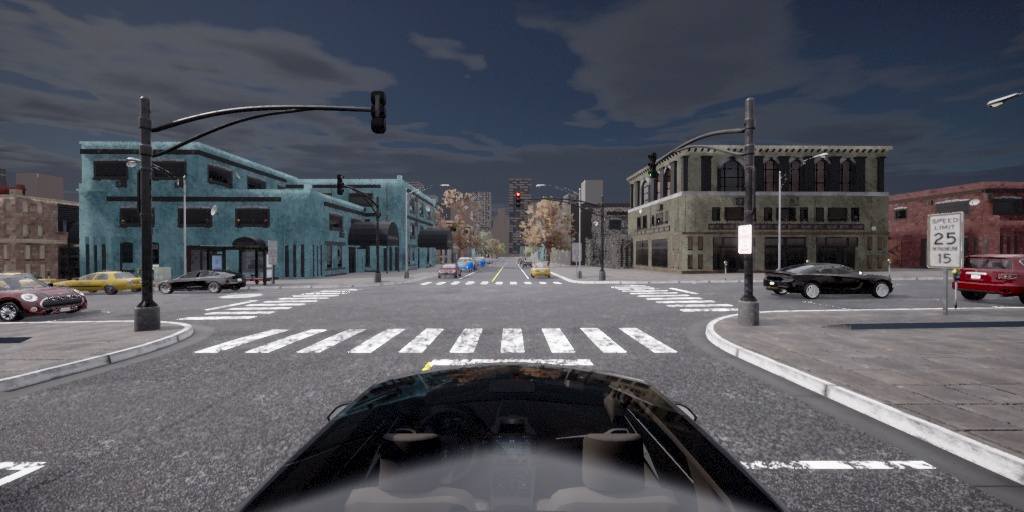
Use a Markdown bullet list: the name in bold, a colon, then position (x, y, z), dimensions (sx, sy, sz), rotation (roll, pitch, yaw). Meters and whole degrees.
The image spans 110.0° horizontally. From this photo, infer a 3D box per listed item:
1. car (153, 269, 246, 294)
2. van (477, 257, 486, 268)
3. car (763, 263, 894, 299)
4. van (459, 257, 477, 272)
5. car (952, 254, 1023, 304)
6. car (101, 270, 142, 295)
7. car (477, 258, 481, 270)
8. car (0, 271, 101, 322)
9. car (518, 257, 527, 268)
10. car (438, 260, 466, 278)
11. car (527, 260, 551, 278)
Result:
- **car**: position (-18.225, 1.474, 21.244), dimensions (4.313, 1.339, 1.948), rotation (0, 0, -1)
- **van**: position (-5.799, 1.079, 61.185), dimensions (1.690, 1.789, 3.998), rotation (0, 0, 0)
- **car**: position (14.179, 1.050, 16.187), dimensions (5.008, 1.535, 1.882), rotation (-1, 1, -1)
- **van**: position (-5.767, 1.083, 44.546), dimensions (1.690, 1.789, 3.998), rotation (0, 0, 0)
- **car**: position (19.926, 0.842, 13.617), dimensions (5.009, 1.841, 2.192), rotation (0, 0, -1)
- **car**: position (-24.048, 1.501, 21.128), dimensions (4.829, 1.417, 1.751), rotation (0, 0, -1)
- **car**: position (-5.778, 1.286, 50.093), dimensions (1.888, 1.381, 4.507), rotation (0, 0, 0)
- **car**: position (-18.090, 1.423, 12.897), dimensions (4.097, 1.591, 1.967), rotation (0, 0, -1)
- **car**: position (2.582, 1.289, 61.201), dimensions (2.007, 1.370, 4.403), rotation (0, 0, 0)
- **car**: position (-5.746, 1.326, 33.454), dimensions (1.802, 1.307, 4.207), rotation (0, 0, 0)
- **car**: position (2.634, 1.270, 33.639), dimensions (1.751, 1.417, 4.829), rotation (0, 0, 0)
